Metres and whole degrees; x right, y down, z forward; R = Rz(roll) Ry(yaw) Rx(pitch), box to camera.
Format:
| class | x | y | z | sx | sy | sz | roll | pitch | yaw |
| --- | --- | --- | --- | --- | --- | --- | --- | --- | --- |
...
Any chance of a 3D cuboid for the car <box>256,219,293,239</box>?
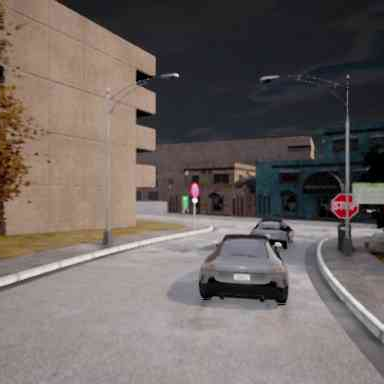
| class | x | y | z | sx | sy | sz | roll | pitch | yaw |
| --- | --- | --- | --- | --- | --- | --- | --- | --- | --- |
| car | 4.364 | 2.169 | 18.114 | 1.994 | 1.385 | 4.181 | 0 | -2 | 21 |

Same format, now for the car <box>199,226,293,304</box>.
| class | x | y | z | sx | sy | sz | roll | pitch | yaw |
| --- | --- | --- | --- | --- | --- | --- | --- | --- | --- |
| car | 1.428 | 1.809 | 8.855 | 1.994 | 1.385 | 4.181 | 0 | -2 | 11 |
